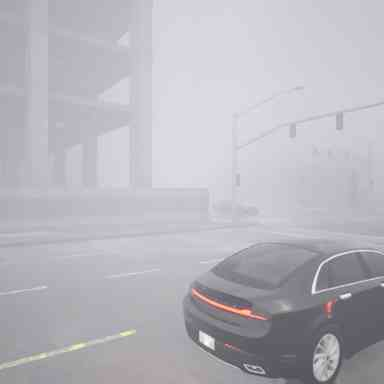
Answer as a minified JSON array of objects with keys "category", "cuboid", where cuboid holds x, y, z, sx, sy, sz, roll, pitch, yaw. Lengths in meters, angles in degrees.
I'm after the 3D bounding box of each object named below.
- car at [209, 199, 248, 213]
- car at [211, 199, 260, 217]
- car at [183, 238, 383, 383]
[{"category":"car","cuboid":[4.055,1.526,37.886,1.812,1.442,4.674,0,0,-36]},{"category":"car","cuboid":[4.190,1.601,31.732,1.895,1.301,4.718,0,0,-36]},{"category":"car","cuboid":[2.160,1.505,5.329,4.892,1.490,1.837,0,0,-35]}]
